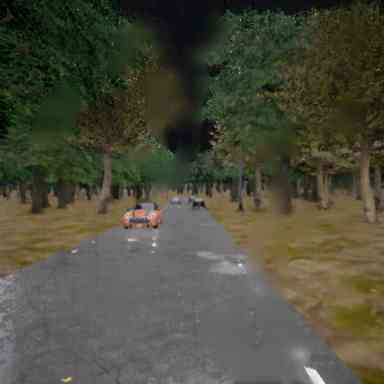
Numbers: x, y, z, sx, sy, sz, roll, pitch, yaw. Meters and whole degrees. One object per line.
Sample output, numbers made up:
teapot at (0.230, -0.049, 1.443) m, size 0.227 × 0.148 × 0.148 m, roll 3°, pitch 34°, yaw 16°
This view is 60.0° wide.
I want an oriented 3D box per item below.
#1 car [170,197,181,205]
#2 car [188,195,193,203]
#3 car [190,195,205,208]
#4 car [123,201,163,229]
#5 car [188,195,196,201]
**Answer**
car at (-3.038, 1.749, 62.625) m, size 1.812 × 1.442 × 4.674 m, roll 0°, pitch 0°, yaw 1°
car at (0.114, 1.590, 69.158) m, size 1.812 × 1.442 × 4.674 m, roll 0°, pitch 0°, yaw 0°
car at (1.042, 1.670, 51.218) m, size 1.882 × 1.535 × 5.008 m, roll 0°, pitch 0°, yaw 0°
car at (-3.100, 1.410, 21.802) m, size 2.097 × 1.767 × 4.553 m, roll 0°, pitch 0°, yaw 0°
car at (-0.002, 1.615, 85.604) m, size 2.128 × 1.511 × 4.902 m, roll 0°, pitch 0°, yaw 0°
